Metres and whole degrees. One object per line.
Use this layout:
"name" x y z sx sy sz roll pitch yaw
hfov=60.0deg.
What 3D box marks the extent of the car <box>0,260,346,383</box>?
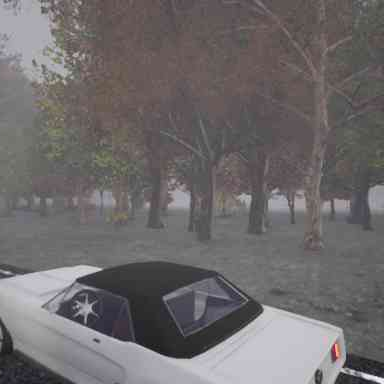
"car" -0.802 1.565 4.145 4.718 1.301 1.895 2 0 35
